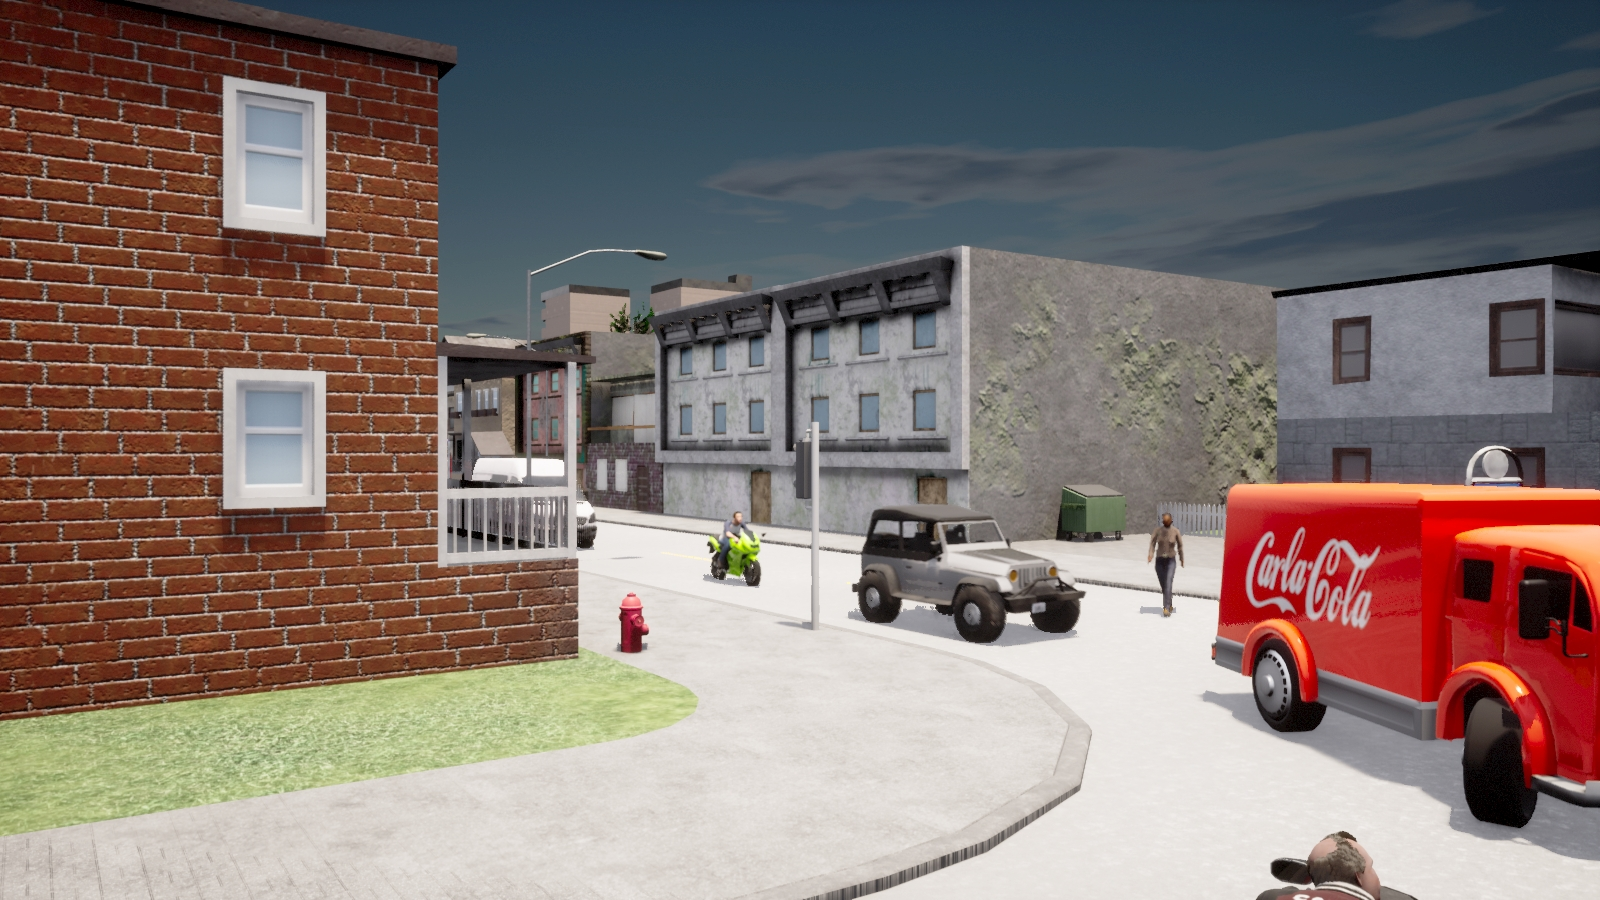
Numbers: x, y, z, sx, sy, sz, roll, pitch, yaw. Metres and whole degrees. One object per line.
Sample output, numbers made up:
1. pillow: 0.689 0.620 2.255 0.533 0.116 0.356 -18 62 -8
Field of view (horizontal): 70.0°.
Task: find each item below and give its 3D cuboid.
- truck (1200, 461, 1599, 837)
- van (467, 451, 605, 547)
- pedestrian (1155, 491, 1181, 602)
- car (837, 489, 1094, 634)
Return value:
1. truck: 6.072 1.350 10.339 2.627 2.467 5.204 0 0 -6
2. van: -7.891 1.314 33.679 1.988 2.561 5.915 0 0 -34
3. pedestrian: 6.256 1.628 19.425 0.375 1.860 0.375 0 0 24
4. car: 2.513 1.637 18.136 1.905 1.878 3.866 0 0 -35
